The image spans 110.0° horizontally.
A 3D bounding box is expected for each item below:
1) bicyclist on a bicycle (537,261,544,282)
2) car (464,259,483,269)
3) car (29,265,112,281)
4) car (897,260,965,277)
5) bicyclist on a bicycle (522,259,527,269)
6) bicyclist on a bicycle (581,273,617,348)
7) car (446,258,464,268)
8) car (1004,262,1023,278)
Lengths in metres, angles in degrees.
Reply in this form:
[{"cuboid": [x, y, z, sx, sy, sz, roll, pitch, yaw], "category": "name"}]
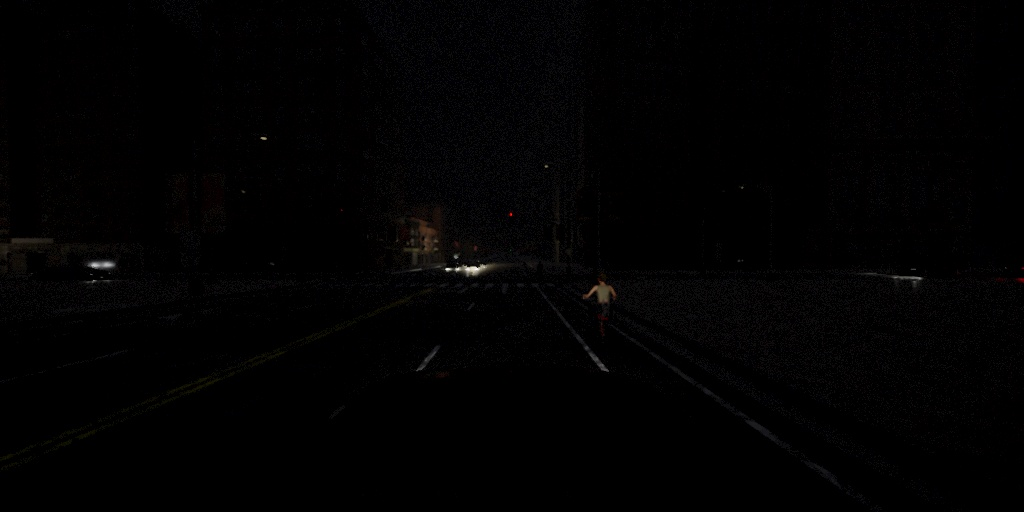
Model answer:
[{"cuboid": [2.216, 1.233, 28.116, 0.582, 1.620, 1.656, 0, -1, 0], "category": "bicyclist on a bicycle"}, {"cuboid": [-6.559, 1.355, 60.820, 1.812, 1.442, 4.674, 0, 0, 1], "category": "car"}, {"cuboid": [-38.021, 1.467, 30.929, 5.357, 1.411, 2.033, 0, 1, 0], "category": "car"}, {"cuboid": [38.437, 1.093, 32.935, 4.892, 1.490, 1.837, 0, 1, 0], "category": "car"}, {"cuboid": [2.050, 1.263, 58.364, 0.866, 1.612, 1.509, 0, 0, 2], "category": "bicyclist on a bicycle"}, {"cuboid": [2.057, 1.191, 8.293, 0.866, 1.612, 1.509, 0, 0, 2], "category": "bicyclist on a bicycle"}, {"cuboid": [-9.808, 1.181, 60.720, 2.097, 1.767, 4.553, 0, 0, 1], "category": "car"}, {"cuboid": [44.035, 1.141, 29.833, 4.674, 1.442, 1.812, 0, 1, 0], "category": "car"}]
